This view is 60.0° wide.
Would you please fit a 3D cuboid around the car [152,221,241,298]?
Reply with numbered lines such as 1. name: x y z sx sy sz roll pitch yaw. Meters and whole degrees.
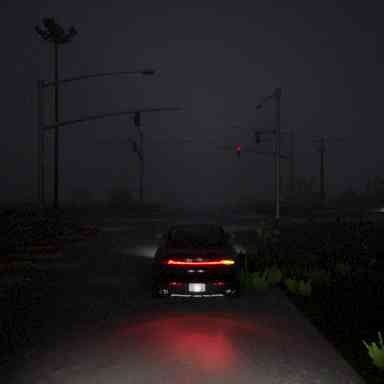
1. car: 0.093 1.505 8.522 1.837 1.490 4.892 0 0 0
